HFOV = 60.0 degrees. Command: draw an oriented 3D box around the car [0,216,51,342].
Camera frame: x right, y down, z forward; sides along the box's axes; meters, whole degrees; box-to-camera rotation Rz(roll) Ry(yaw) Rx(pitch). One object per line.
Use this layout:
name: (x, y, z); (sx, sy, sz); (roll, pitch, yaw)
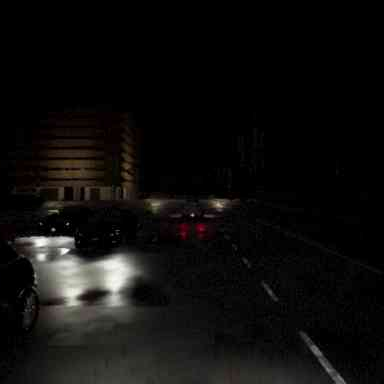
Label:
car: (-3.600, 1.350, 3.632); (2.097, 1.767, 4.553); (0, 0, 0)

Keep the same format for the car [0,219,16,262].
car: (-7.100, 1.598, 9.276); (1.895, 1.301, 4.718); (0, 0, 0)

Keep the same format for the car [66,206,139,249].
car: (-3.591, 1.472, 14.730); (1.882, 1.535, 5.008); (0, 0, 0)

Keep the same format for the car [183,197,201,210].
car: (0.048, 1.473, 42.571); (2.128, 1.511, 4.902); (0, 0, 0)

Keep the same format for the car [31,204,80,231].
car: (-7.084, 1.540, 19.651); (2.033, 1.411, 5.357); (0, 0, 0)

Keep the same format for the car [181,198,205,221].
car: (0.057, 1.515, 27.265); (1.812, 1.442, 4.674); (0, 0, 0)
